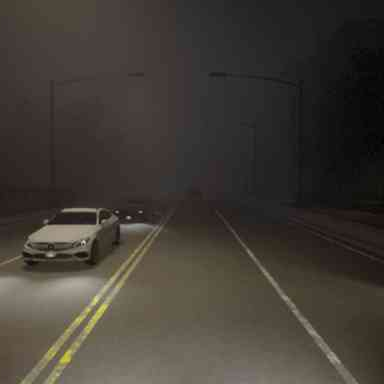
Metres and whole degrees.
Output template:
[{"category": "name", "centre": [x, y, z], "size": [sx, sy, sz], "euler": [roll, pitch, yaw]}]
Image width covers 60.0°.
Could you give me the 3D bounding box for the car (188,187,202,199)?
[{"category": "car", "centre": [0.419, 0.111, 49.147], "size": [2.097, 1.767, 4.553], "euler": [0, 1, 0]}]

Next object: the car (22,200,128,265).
[{"category": "car", "centre": [-3.514, 1.216, 10.589], "size": [1.812, 1.442, 4.674], "euler": [0, 2, 0]}]

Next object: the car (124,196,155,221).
[{"category": "car", "centre": [-3.437, 0.936, 20.856], "size": [2.033, 1.411, 5.357], "euler": [0, 2, 1]}]
